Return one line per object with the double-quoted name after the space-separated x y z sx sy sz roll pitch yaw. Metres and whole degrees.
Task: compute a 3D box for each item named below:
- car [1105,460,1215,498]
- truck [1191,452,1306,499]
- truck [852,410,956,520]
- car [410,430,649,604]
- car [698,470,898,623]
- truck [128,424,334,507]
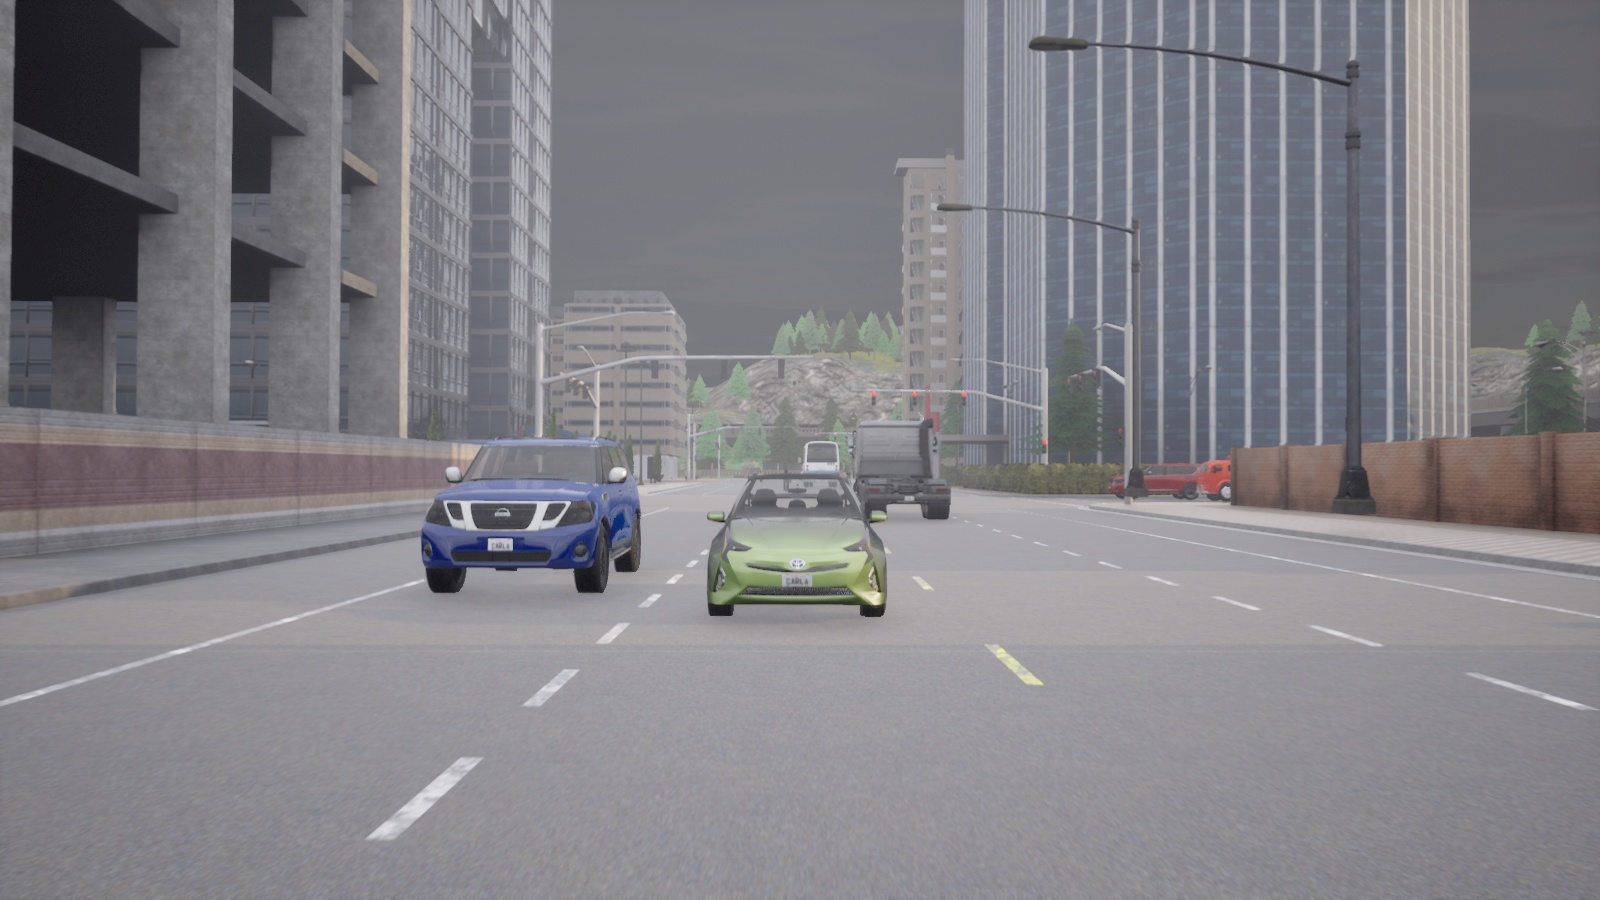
20.225 1.623 70.788 5.566 2.045 2.150 0 -1 -1 "car"
24.008 1.349 67.333 5.204 2.467 2.627 0 -1 -1 "truck"
3.416 0.535 43.306 2.891 3.462 7.936 0 -1 0 "truck"
-3.532 0.839 17.614 2.150 2.045 5.566 0 -1 0 "car"
-0.027 1.007 14.875 2.007 1.525 4.514 0 -1 0 "car"
-26.955 0.746 59.772 8.468 3.827 2.891 0 -1 -1 "truck"
